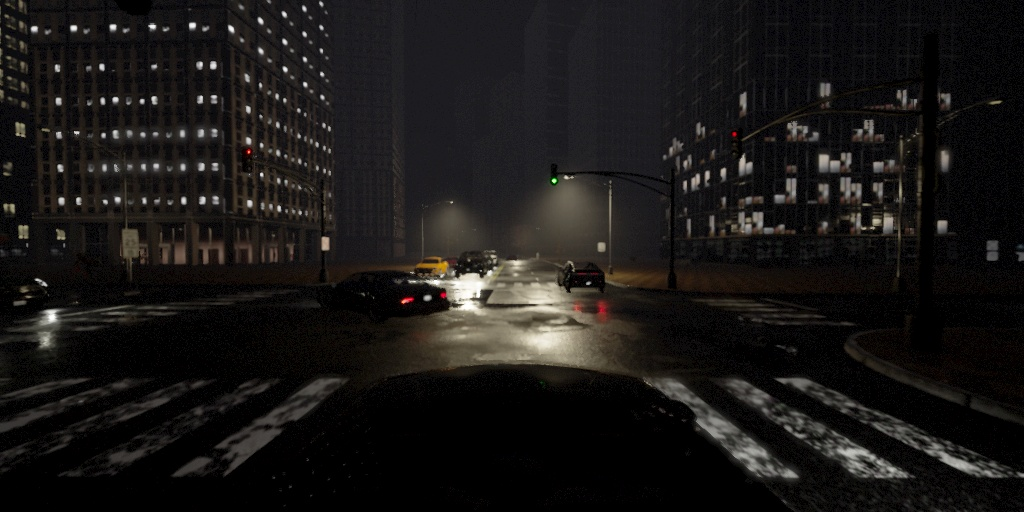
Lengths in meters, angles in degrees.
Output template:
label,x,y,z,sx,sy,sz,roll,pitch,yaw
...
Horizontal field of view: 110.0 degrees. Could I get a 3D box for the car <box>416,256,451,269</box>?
label,x,y,z,sx,sy,sz,roll,pitch,yaw
car,-6.397,0.857,28.943,1.882,1.535,5.008,0,1,0

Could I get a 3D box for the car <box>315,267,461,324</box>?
label,x,y,z,sx,sy,sz,roll,pitch,yaw
car,-4.293,1.168,11.499,5.357,1.411,2.033,1,2,39

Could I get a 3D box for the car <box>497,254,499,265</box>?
label,x,y,z,sx,sy,sz,roll,pitch,yaw
car,-2.998,0.301,48.776,2.150,2.045,5.566,0,1,0

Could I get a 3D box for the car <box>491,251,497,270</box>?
label,x,y,z,sx,sy,sz,roll,pitch,yaw
car,-3.078,0.585,38.551,2.097,1.767,4.553,0,1,0

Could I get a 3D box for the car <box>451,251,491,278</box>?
label,x,y,z,sx,sy,sz,roll,pitch,yaw
car,-3.150,0.602,28.597,2.150,2.045,5.566,0,1,0

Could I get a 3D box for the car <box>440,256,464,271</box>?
label,x,y,z,sx,sy,sz,roll,pitch,yaw
car,-6.329,0.766,38.354,1.812,1.442,4.674,0,1,1

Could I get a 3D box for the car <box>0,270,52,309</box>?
label,x,y,z,sx,sy,sz,roll,pitch,yaw
car,-18.134,0.926,11.623,4.553,1.767,2.097,0,1,1

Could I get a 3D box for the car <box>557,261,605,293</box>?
label,x,y,z,sx,sy,sz,roll,pitch,yaw
car,3.482,1.003,18.673,2.128,1.511,4.902,0,1,0

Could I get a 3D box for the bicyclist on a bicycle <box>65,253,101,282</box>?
label,x,y,z,sx,sy,sz,roll,pitch,yaw
bicyclist on a bicycle,-24.563,0.665,20.543,0.582,1.620,1.656,0,2,2
